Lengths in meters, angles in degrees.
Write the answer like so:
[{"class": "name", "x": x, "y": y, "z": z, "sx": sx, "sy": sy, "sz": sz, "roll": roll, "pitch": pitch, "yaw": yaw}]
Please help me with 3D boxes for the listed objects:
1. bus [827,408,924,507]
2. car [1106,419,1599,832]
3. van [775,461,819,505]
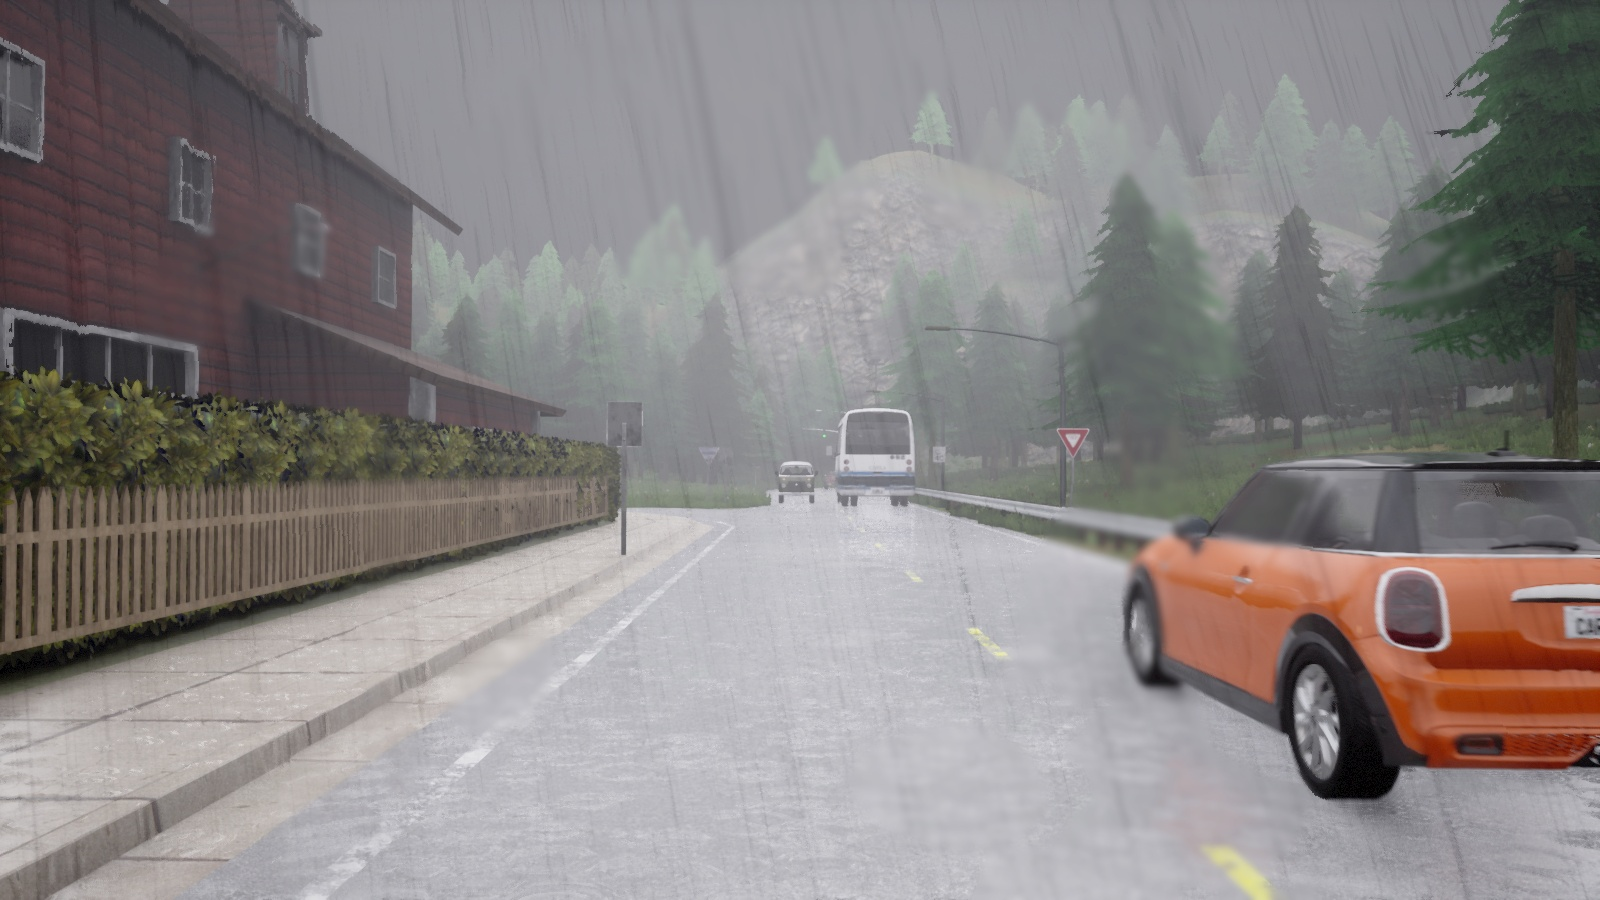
[{"class": "bus", "x": 3.352, "y": 0.414, "z": 59.051, "sx": 3.944, "sy": 4.253, "sz": 10.273, "roll": 0, "pitch": -1, "yaw": 0}, {"class": "car", "x": 3.486, "y": 0.788, "z": 7.676, "sx": 2.097, "sy": 1.767, "sz": 4.553, "roll": 0, "pitch": -1, "yaw": 0}, {"class": "van", "x": -0.161, "y": 1.560, "z": 61.128, "sx": 2.069, "sy": 2.038, "sz": 4.480, "roll": 0, "pitch": -1, "yaw": 0}]
